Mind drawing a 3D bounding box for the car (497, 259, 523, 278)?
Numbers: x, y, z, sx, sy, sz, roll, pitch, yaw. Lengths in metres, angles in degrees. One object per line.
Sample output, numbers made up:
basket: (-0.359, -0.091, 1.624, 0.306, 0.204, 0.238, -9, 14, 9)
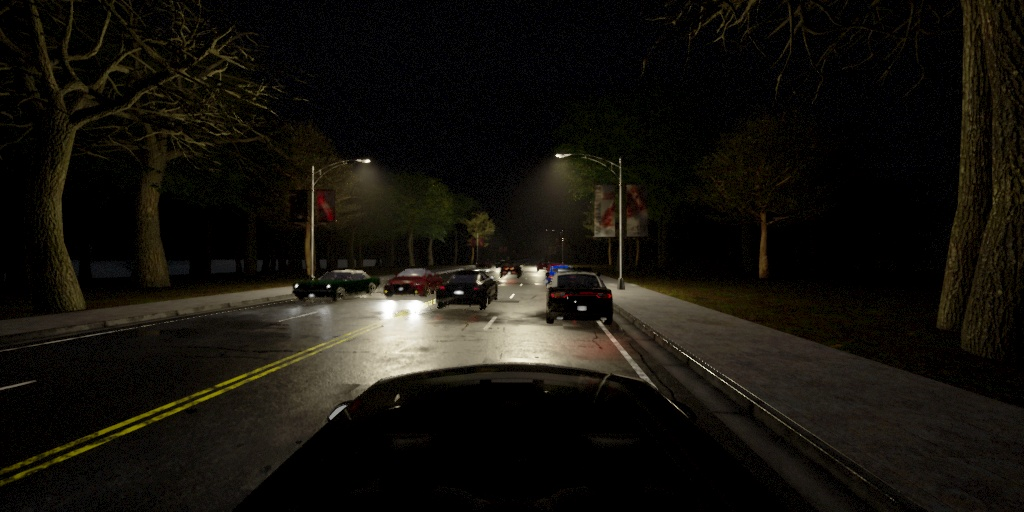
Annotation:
car: (-0.032, 1.312, 34.904, 1.837, 1.490, 4.892, 0, 0, 5)

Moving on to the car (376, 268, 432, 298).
car: (-4.939, 1.331, 18.479, 1.994, 1.385, 4.181, 0, 0, 5)

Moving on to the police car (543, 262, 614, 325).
police car: (2.091, 1.184, 12.081, 1.930, 1.638, 5.238, 0, 0, 5)

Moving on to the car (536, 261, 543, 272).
car: (4.377, 1.382, 49.236, 1.812, 1.442, 4.674, 0, 0, 5)

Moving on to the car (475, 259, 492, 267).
car: (-4.689, 1.244, 59.317, 2.097, 1.767, 4.553, 0, 0, 5)

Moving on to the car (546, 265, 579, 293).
car: (2.976, 1.303, 21.944, 1.812, 1.442, 4.674, 0, 0, 5)

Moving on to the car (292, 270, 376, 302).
car: (-8.300, 1.365, 17.388, 1.895, 1.301, 4.718, 0, 0, 5)

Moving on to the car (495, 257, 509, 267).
car: (-1.443, 1.115, 59.166, 2.150, 2.045, 5.566, 0, 0, 5)

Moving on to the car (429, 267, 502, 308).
car: (-1.771, 1.327, 15.209, 1.994, 1.385, 4.181, 0, 0, 5)
